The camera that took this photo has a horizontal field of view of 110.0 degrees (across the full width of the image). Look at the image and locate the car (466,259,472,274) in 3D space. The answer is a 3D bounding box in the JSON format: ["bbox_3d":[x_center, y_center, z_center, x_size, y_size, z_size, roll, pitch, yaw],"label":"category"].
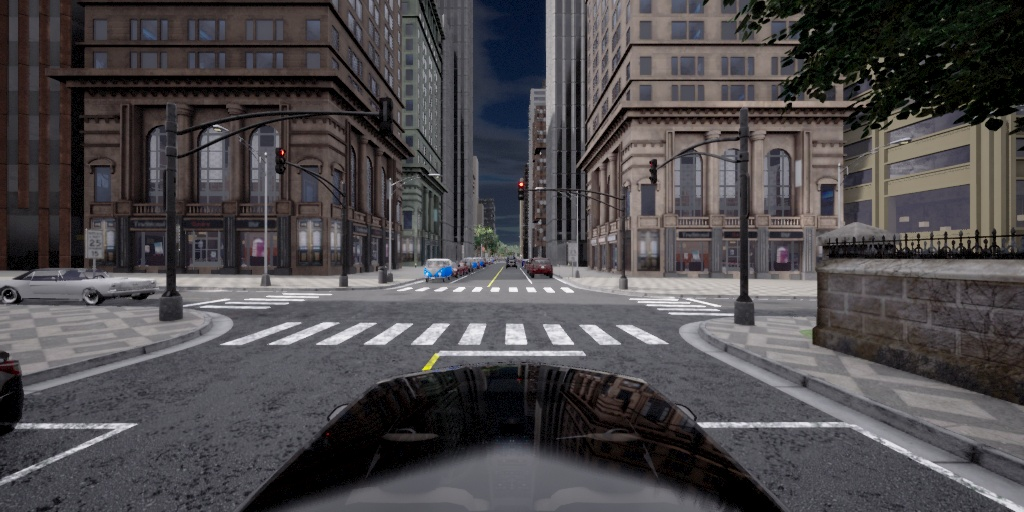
[{"bbox_3d":[-5.837,1.323,39.316,1.888,1.381,4.507,0,0,0],"label":"car"}]

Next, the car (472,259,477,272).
[{"bbox_3d":[-5.848,1.351,44.757,1.948,1.339,4.313,0,0,0],"label":"car"}]

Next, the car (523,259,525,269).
[{"bbox_3d":[2.688,1.092,39.341,2.192,1.841,5.009,0,0,0],"label":"car"}]

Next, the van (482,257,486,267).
[{"bbox_3d":[-5.881,1.151,61.081,1.690,1.789,3.998,0,0,0],"label":"van"}]

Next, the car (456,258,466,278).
[{"bbox_3d":[-5.826,1.210,33.875,1.967,1.591,4.097,0,0,0],"label":"car"}]

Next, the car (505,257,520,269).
[{"bbox_3d":[-0.063,1.312,59.091,1.837,1.490,4.892,0,0,1],"label":"car"}]

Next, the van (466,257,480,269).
[{"bbox_3d":[-5.859,1.135,50.198,1.690,1.789,3.998,0,0,0],"label":"van"}]

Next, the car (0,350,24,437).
[{"bbox_3d":[-5.763,1.316,1.777,1.948,1.339,4.313,0,0,0],"label":"car"}]

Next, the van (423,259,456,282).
[{"bbox_3d":[-5.816,1.105,28.434,1.690,1.789,3.998,0,0,0],"label":"van"}]

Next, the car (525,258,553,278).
[{"bbox_3d":[2.699,1.085,33.901,2.192,1.841,5.009,0,0,0],"label":"car"}]

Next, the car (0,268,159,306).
[{"bbox_3d":[-16.565,1.120,13.679,4.718,1.301,1.895,1,0,0],"label":"car"}]

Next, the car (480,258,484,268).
[{"bbox_3d":[-5.870,1.347,55.640,1.888,1.381,4.507,0,0,0],"label":"car"}]

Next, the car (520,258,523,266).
[{"bbox_3d":[2.656,1.353,55.663,2.007,1.370,4.403,0,0,0],"label":"car"}]
